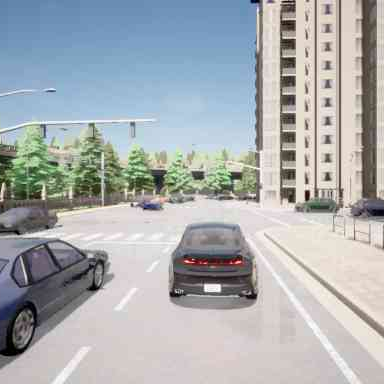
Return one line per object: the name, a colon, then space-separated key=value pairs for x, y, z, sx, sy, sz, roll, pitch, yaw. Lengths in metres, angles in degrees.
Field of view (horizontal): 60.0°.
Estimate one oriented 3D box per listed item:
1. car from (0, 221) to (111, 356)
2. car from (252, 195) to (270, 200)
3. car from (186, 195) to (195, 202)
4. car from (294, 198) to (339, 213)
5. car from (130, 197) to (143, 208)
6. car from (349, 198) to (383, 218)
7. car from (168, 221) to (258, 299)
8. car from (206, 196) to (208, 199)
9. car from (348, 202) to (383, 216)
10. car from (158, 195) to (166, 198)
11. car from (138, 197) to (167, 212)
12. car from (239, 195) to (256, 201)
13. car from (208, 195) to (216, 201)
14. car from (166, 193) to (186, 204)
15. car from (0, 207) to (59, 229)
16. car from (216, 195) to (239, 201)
car: x=-3.138 y=1.547 z=6.033 sx=2.033 sy=1.411 sz=5.357 roll=0 pitch=0 yaw=4
car: x=18.878 y=1.524 z=91.019 sx=4.674 sy=1.442 sz=1.812 roll=0 pitch=0 yaw=-20
car: x=-0.879 y=1.525 z=74.879 sx=2.128 sy=1.511 sz=4.902 roll=0 pitch=0 yaw=20
car: x=13.756 y=1.407 z=36.988 sx=4.553 sy=1.767 sz=2.097 roll=0 pitch=0 yaw=5
car: x=-7.570 y=1.491 z=47.857 sx=2.128 sy=1.511 sz=4.902 roll=0 pitch=0 yaw=4
car: x=16.732 y=1.407 z=29.606 sx=4.553 sy=1.767 sz=2.097 roll=0 pitch=0 yaw=3
car: x=0.546 y=1.505 z=8.488 sx=1.837 sy=1.490 sz=4.892 roll=0 pitch=0 yaw=4
car: x=5.126 y=1.495 z=90.301 sx=4.674 sy=1.442 sz=1.812 roll=0 pitch=0 yaw=-43
car: x=18.355 y=1.656 z=33.188 sx=4.718 sy=1.301 sz=1.895 roll=0 pitch=0 yaw=3
car: x=-6.032 y=1.351 z=68.068 sx=2.097 sy=1.767 sz=4.553 roll=0 pitch=0 yaw=6
car: x=-4.614 y=1.603 z=39.489 sx=1.895 sy=1.301 sz=4.718 roll=0 pitch=0 yaw=4
car: x=13.547 y=1.525 z=83.712 sx=4.902 sy=1.511 sz=2.128 roll=0 pitch=0 yaw=-38
car: x=7.208 y=1.461 z=87.431 sx=1.882 sy=1.535 sz=5.008 roll=0 pitch=0 yaw=43
car: x=-2.981 y=1.218 z=62.822 sx=2.150 sy=2.045 sz=5.566 roll=0 pitch=0 yaw=5
car: x=-9.474 y=1.548 z=18.790 sx=2.033 sy=1.411 sz=5.357 roll=0 pitch=0 yaw=4
car: x=8.995 y=1.500 z=84.258 sx=4.892 sy=1.490 sz=1.837 roll=0 pitch=0 yaw=-43
